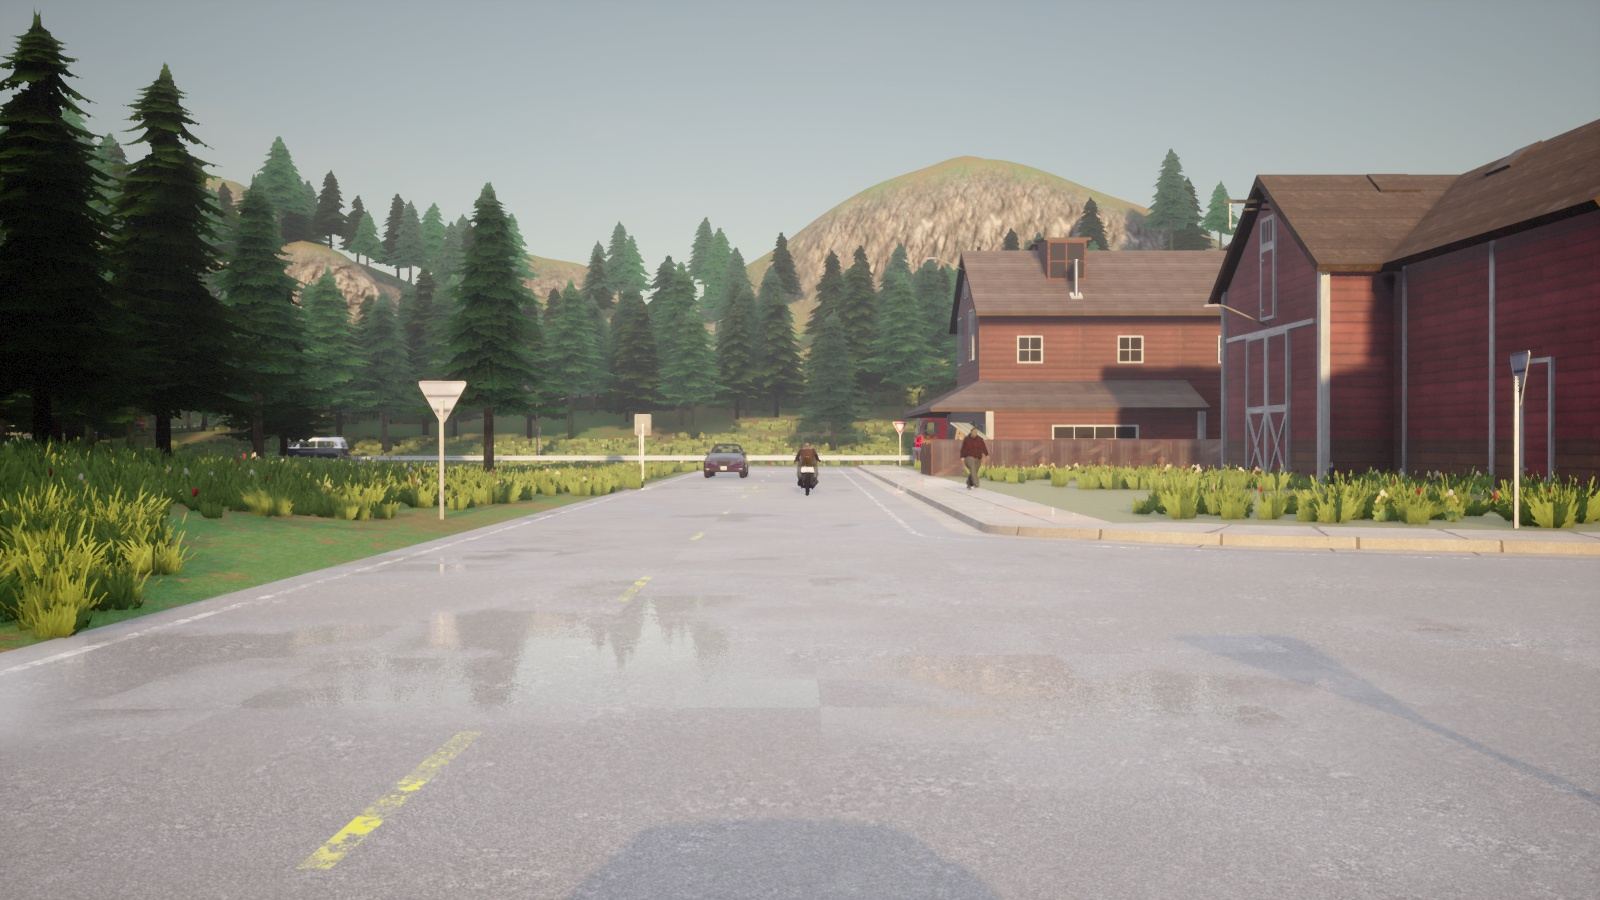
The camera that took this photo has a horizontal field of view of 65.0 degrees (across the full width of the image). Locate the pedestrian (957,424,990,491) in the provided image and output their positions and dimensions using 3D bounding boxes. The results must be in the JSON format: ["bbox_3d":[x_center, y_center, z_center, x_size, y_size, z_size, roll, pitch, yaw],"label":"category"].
[{"bbox_3d":[4.856,0.206,35.203,0.634,1.844,0.899,0,0,-12],"label":"pedestrian"}]

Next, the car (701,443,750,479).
[{"bbox_3d":[-3.184,0.449,54.349,1.816,1.474,4.193,0,0,0],"label":"car"}]

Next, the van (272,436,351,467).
[{"bbox_3d":[-32.982,0.106,84.873,4.480,2.038,2.069,1,0,0],"label":"van"}]

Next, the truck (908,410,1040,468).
[{"bbox_3d":[11.646,-0.749,84.683,8.468,3.827,2.891,0,0,0],"label":"truck"}]

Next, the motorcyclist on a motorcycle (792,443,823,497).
[{"bbox_3d":[0.219,0.573,36.782,0.866,1.530,2.191,0,0,0],"label":"motorcyclist on a motorcycle"}]
